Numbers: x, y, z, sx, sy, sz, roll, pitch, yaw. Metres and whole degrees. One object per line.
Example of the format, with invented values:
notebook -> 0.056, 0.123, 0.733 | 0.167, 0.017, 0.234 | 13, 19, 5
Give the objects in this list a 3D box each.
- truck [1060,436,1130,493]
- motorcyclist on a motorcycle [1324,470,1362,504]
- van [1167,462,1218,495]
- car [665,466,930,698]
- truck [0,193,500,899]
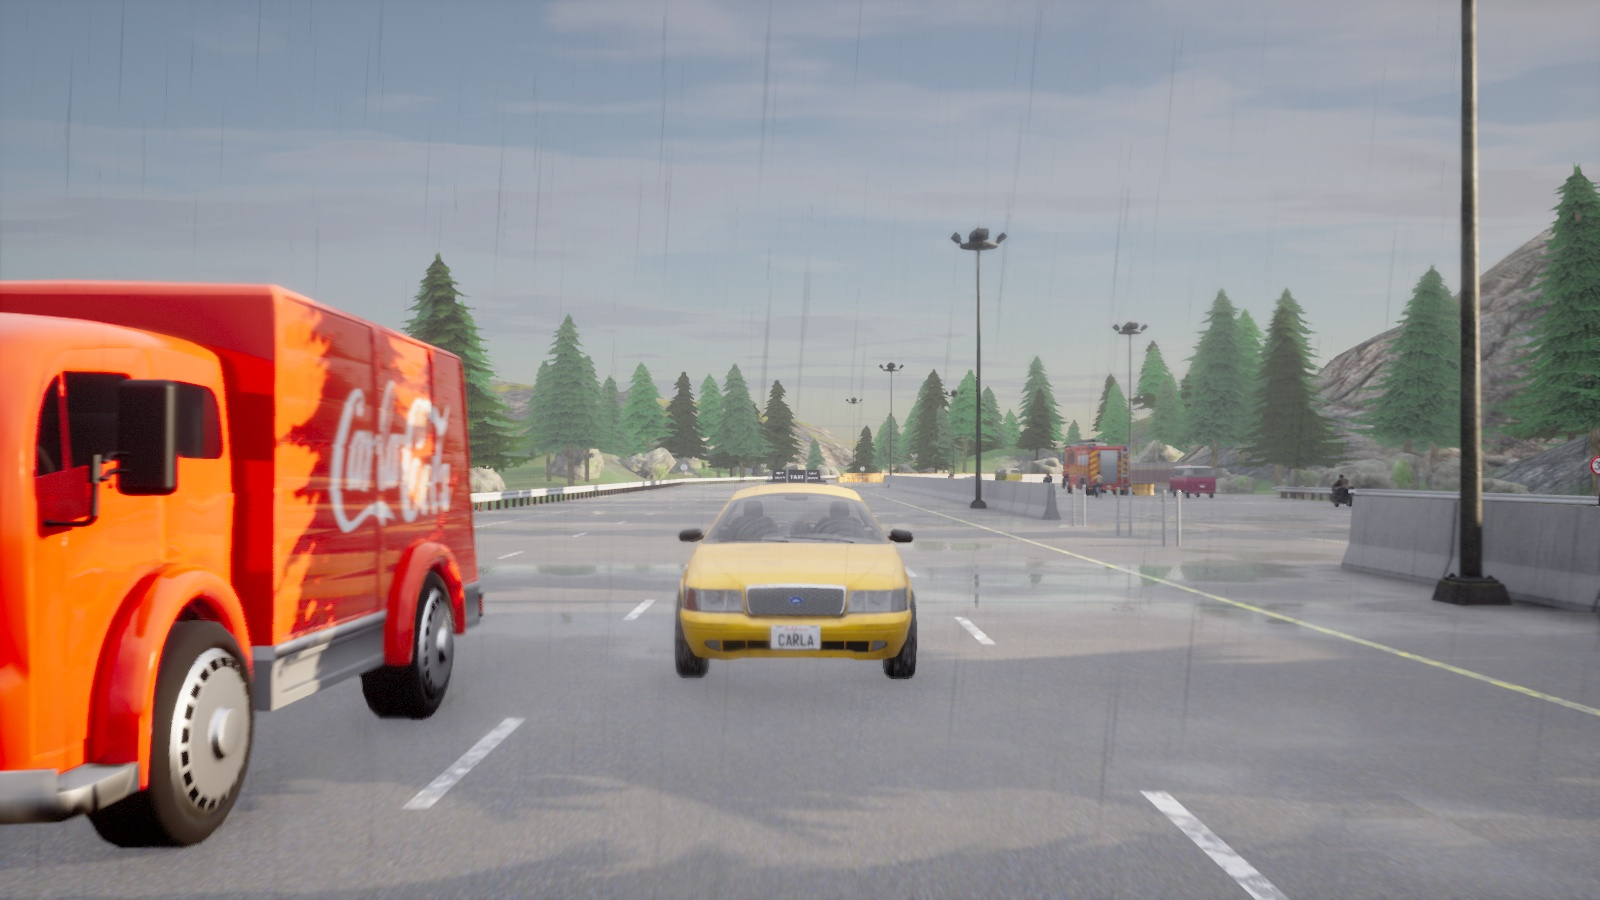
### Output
truck -> 20.739, 1.054, 88.814 | 2.891, 3.827, 8.468 | 0, -1, 0
motorcyclist on a motorcycle -> 24.368, 1.644, 56.414 | 0.797, 1.523, 2.044 | 0, -1, 0
van -> 24.303, 1.775, 77.935 | 1.775, 1.987, 4.442 | 0, -1, 0
car -> -0.026, 0.941, 11.240 | 1.801, 1.575, 5.366 | 0, -1, 0
truck -> -3.517, 0.453, 6.636 | 2.627, 2.467, 5.204 | 0, -1, 0
